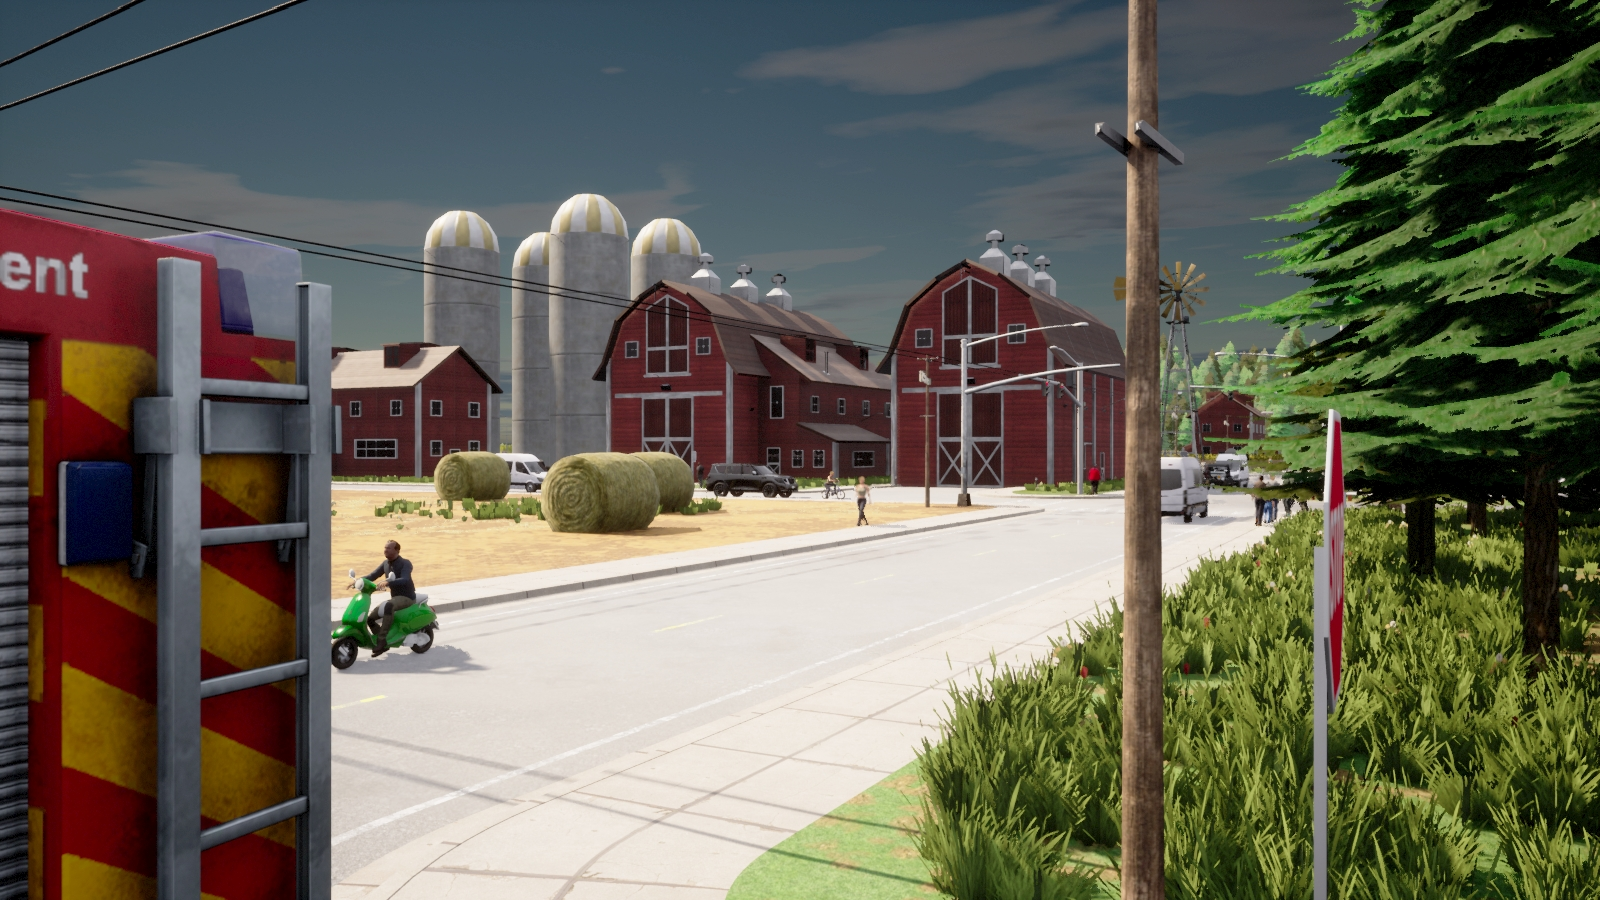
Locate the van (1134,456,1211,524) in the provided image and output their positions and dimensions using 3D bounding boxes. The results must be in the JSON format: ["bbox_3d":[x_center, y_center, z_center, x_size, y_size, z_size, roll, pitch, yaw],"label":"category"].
[{"bbox_3d":[15.380,1.535,46.903,1.988,2.561,5.915,0,0,28],"label":"van"}]

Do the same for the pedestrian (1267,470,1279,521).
[{"bbox_3d":[17.524,1.694,42.353,0.375,1.860,0.375,0,0,31],"label":"pedestrian"}]

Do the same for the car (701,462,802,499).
[{"bbox_3d":[-2.848,1.753,67.108,5.566,2.045,2.150,0,0,27],"label":"car"}]

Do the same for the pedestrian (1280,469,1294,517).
[{"bbox_3d":[19.226,1.694,45.120,0.375,1.860,0.375,0,0,-12],"label":"pedestrian"}]

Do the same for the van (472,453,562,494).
[{"bbox_3d":[-18.653,1.495,75.246,5.915,2.561,1.988,0,1,27],"label":"van"}]

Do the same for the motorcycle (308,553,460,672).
[{"bbox_3d":[-5.564,2.142,15.393,0.856,1.316,1.805,0,0,28],"label":"motorcycle"}]

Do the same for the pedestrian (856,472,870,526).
[{"bbox_3d":[2.195,1.694,39.749,0.375,1.860,0.375,0,0,25],"label":"pedestrian"}]

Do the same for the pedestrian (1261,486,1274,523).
[{"bbox_3d":[16.922,1.976,41.343,0.375,1.300,0.375,0,0,30],"label":"pedestrian"}]

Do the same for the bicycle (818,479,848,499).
[{"bbox_3d":[1.881,2.220,64.671,1.487,1.080,0.859,0,0,27],"label":"bicycle"}]

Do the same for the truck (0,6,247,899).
[{"bbox_3d":[-6.106,0.866,3.612,8.468,3.827,2.891,0,0,22],"label":"truck"}]

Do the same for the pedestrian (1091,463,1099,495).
[{"bbox_3d":[17.341,1.685,67.230,0.375,1.860,0.375,0,0,29],"label":"pedestrian"}]

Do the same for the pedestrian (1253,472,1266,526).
[{"bbox_3d":[15.979,1.695,39.718,0.375,1.860,0.375,0,0,30],"label":"pedestrian"}]

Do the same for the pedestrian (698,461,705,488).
[{"bbox_3d":[-6.744,1.671,78.090,0.375,1.860,0.375,0,0,24],"label":"pedestrian"}]

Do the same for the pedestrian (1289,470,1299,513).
[{"bbox_3d":[21.957,1.837,50.806,0.375,1.860,0.375,0,0,29],"label":"pedestrian"}]
